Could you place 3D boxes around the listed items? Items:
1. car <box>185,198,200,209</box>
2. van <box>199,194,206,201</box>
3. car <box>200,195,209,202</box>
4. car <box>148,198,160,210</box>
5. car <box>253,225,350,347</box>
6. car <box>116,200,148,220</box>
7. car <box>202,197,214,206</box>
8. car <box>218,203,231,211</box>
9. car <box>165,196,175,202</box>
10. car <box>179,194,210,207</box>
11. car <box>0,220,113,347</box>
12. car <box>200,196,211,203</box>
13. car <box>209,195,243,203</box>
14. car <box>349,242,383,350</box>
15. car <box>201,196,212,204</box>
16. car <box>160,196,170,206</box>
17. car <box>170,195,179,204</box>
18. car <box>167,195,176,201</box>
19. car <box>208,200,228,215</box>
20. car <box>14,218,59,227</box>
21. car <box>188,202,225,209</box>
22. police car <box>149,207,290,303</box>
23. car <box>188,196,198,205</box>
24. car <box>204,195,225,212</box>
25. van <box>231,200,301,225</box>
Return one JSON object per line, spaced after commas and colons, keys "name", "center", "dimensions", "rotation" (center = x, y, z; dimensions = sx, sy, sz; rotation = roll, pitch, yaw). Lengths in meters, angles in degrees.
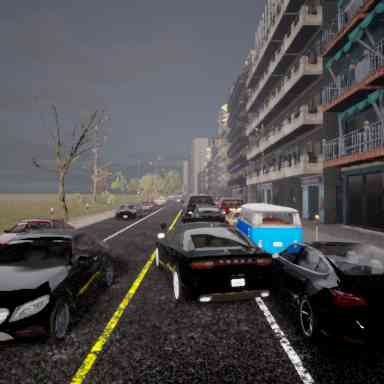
{"name": "car", "center": [0.114, 1.559, 46.480], "dimensions": [2.033, 1.411, 5.357], "rotation": [0, 0, 1]}
{"name": "van", "center": [2.762, 1.369, 85.508], "dimensions": [1.690, 1.788, 3.998], "rotation": [1, 0, 0]}
{"name": "car", "center": [2.736, 1.463, 74.186], "dimensions": [1.967, 1.590, 4.097], "rotation": [1, 0, 0]}
{"name": "car", "center": [-5.220, 1.591, 39.690], "dimensions": [1.802, 1.307, 4.206], "rotation": [1, 0, 0]}
{"name": "car", "center": [2.587, 1.567, 6.253], "dimensions": [1.947, 1.339, 4.313], "rotation": [1, 0, 0]}
{"name": "car", "center": [-5.245, 1.572, 28.383], "dimensions": [1.947, 1.339, 4.313], "rotation": [1, 0, 0]}
{"name": "car", "center": [2.699, 1.541, 57.373], "dimensions": [1.752, 1.417, 4.829], "rotation": [1, 0, 0]}
{"name": "car", "center": [2.613, 1.529, 17.746], "dimensions": [1.752, 1.417, 4.829], "rotation": [1, 0, 0]}
{"name": "car", "center": [-5.134, 1.575, 79.268], "dimensions": [2.008, 1.369, 4.403], "rotation": [1, 0, 0]}
{"name": "car", "center": [0.435, 1.225, 24.585], "dimensions": [2.150, 2.045, 5.566], "rotation": [0, 0, -5]}
{"name": "car", "center": [-2.835, 1.527, 6.531], "dimensions": [1.812, 1.442, 4.674], "rotation": [0, 0, 0]}
{"name": "car", "center": [2.723, 1.571, 68.524], "dimensions": [2.008, 1.369, 4.403], "rotation": [1, 0, 0]}
{"name": "car", "center": [2.627, 1.320, 23.237], "dimensions": [2.192, 1.841, 5.009], "rotation": [1, 0, 0]}
{"name": "car", "center": [2.578, 1.315, 0.593], "dimensions": [2.192, 1.841, 5.009], "rotation": [1, 0, 0]}
{"name": "car", "center": [2.711, 1.543, 63.034], "dimensions": [1.752, 1.417, 4.829], "rotation": [1, 0, 0]}
{"name": "car", "center": [-5.183, 1.541, 56.483], "dimensions": [1.752, 1.417, 4.829], "rotation": [1, 0, 0]}
{"name": "car", "center": [-2.609, 1.510, 64.812], "dimensions": [2.128, 1.511, 4.902], "rotation": [0, 0, 0]}
{"name": "car", "center": [-5.122, 1.578, 84.922], "dimensions": [2.008, 1.369, 4.403], "rotation": [1, 0, 0]}
{"name": "car", "center": [2.649, 1.590, 34.559], "dimensions": [1.802, 1.307, 4.206], "rotation": [1, 0, 0]}
{"name": "car", "center": [-5.282, 1.584, 11.420], "dimensions": [1.802, 1.307, 4.206], "rotation": [1, 0, 0]}
{"name": "car", "center": [0.865, 1.510, 18.645], "dimensions": [1.837, 1.490, 4.892], "rotation": [0, 0, 0]}
{"name": "police car", "center": [0.226, 1.427, 8.499], "dimensions": [1.930, 1.638, 5.238], "rotation": [0, 0, -13]}
{"name": "car", "center": [0.131, 1.542, 60.260], "dimensions": [1.812, 1.442, 4.674], "rotation": [0, 0, 0]}
{"name": "car", "center": [2.664, 1.324, 40.220], "dimensions": [2.192, 1.841, 5.009], "rotation": [1, 0, 0]}
{"name": "van", "center": [2.602, 1.344, 11.915], "dimensions": [1.690, 1.788, 3.998], "rotation": [1, 0, 0]}
